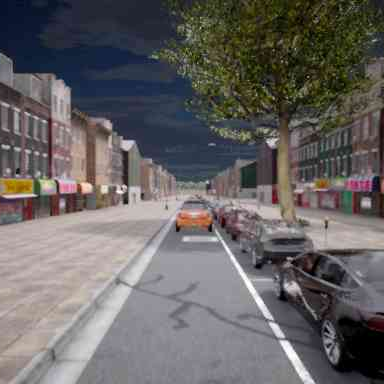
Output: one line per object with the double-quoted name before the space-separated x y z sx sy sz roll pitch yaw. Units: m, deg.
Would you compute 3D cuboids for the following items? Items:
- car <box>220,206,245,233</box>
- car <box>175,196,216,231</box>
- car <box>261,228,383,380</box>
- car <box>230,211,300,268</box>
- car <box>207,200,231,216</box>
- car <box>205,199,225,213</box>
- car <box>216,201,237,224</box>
"car" 2.635 1.577 16.604 1.802 1.307 4.206 -1 0 0
"car" 0.113 1.347 20.538 2.097 1.767 4.553 0 0 0
"car" 2.627 1.563 5.512 1.947 1.339 4.313 -1 0 0
"car" 2.631 1.546 11.058 2.008 1.369 4.403 -1 0 0
"car" 2.645 1.552 33.240 2.008 1.369 4.403 -1 0 0
"car" 2.648 1.556 38.786 2.008 1.369 4.403 -1 0 0
"car" 2.638 1.540 22.150 1.887 1.381 4.507 -1 0 0
